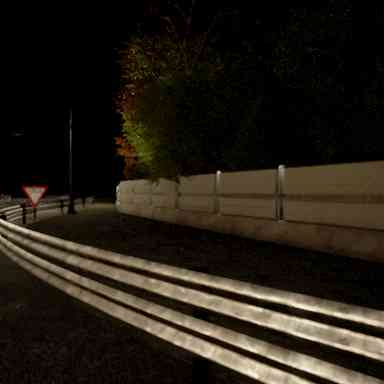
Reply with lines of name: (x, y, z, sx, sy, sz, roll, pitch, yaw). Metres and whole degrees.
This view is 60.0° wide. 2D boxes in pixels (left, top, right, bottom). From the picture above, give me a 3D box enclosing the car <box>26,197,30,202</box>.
car: (-32.604, 1.330, 67.499, 1.895, 1.301, 4.718, 0, 0, -23)
